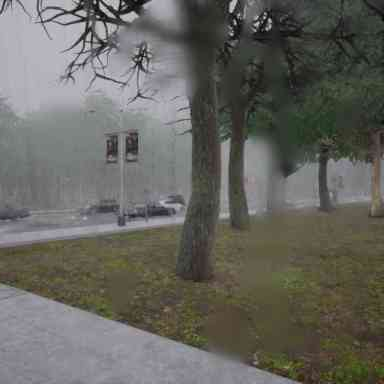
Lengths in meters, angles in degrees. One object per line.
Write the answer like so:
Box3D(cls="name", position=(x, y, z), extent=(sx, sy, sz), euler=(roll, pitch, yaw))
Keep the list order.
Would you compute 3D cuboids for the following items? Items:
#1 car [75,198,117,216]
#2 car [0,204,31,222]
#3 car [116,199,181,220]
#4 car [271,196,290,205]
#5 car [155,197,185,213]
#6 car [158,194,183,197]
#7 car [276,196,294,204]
Box3D(cls="car", position=(-9.222, 1.383, 32.800), extent=(2.097, 1.767, 4.553), euler=(0, 0, 35))
Box3D(cls="car", position=(-14.963, 1.563, 24.763), extent=(2.033, 1.411, 5.357), euler=(0, 0, 35))
Box3D(cls="car", position=(-3.652, 1.587, 29.077), extent=(2.033, 1.411, 5.357), euler=(0, 0, 36))
Box3D(cls="car", position=(17.042, 1.610, 63.666), extent=(1.837, 1.490, 4.892), euler=(0, -1, 36))
Box3D(cls="car", position=(-2.751, 1.571, 35.931), extent=(1.812, 1.442, 4.674), euler=(0, 0, 36))
Box3D(cls="car", position=(-3.110, 1.270, 41.363), extent=(2.150, 2.045, 5.566), euler=(0, 0, 35))
Box3D(cls="car", position=(15.830, 1.626, 56.373), extent=(1.812, 1.442, 4.674), euler=(0, 0, 36))
